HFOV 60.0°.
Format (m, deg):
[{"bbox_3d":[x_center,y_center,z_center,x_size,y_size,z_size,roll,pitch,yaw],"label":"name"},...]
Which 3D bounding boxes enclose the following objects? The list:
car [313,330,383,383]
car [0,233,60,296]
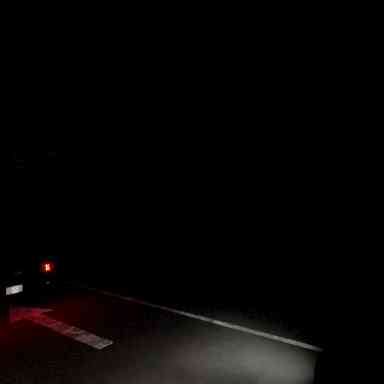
[{"bbox_3d":[3.061,1.526,1.733,4.674,1.442,1.812,0,0,36],"label":"car"},{"bbox_3d":[-5.231,1.601,7.732,4.718,1.301,1.895,0,0,36],"label":"car"}]
